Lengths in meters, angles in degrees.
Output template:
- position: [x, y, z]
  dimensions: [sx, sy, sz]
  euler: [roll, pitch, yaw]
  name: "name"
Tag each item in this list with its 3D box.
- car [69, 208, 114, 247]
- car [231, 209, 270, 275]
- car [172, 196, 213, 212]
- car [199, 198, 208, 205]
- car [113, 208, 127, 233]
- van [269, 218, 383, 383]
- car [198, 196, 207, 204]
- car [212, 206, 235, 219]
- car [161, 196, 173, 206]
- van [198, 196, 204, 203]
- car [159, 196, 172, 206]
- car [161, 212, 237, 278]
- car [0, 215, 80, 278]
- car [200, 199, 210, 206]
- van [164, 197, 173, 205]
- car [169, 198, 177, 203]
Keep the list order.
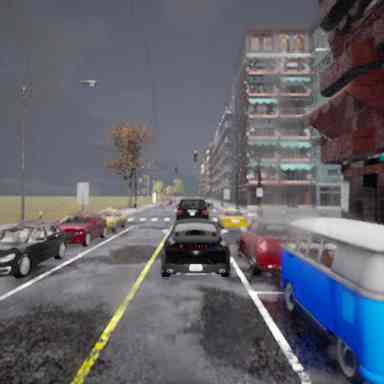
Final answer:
- position: [-5.309, 1.671, 15.847]
  dimensions: [1.887, 1.381, 4.507]
  euler: [1, 0, 0]
  name: "car"
- position: [2.573, 1.526, 10.723]
  dimensions: [1.967, 1.590, 4.097]
  euler: [1, 0, 0]
  name: "car"
- position: [0.077, 1.401, 22.539]
  dimensions: [2.150, 2.045, 5.566]
  euler: [0, 0, 1]
  name: "car"
- position: [2.561, 2.179, 76.967]
  dimensions: [1.947, 1.339, 4.313]
  euler: [1, 0, 0]
  name: "car"
- position: [-5.310, 1.694, 21.213]
  dimensions: [1.752, 1.417, 4.829]
  euler: [1, 0, 0]
  name: "car"
- position: [2.575, 1.383, 5.178]
  dimensions: [1.690, 1.788, 3.998]
  euler: [1, 0, 0]
  name: "van"
- position: [2.563, 1.974, 82.630]
  dimensions: [2.192, 1.841, 5.009]
  euler: [1, 0, 0]
  name: "car"
- position: [2.570, 1.700, 21.981]
  dimensions: [1.752, 1.417, 4.829]
  euler: [1, 0, 0]
  name: "car"
- position: [-5.315, 1.879, 70.824]
  dimensions: [2.192, 1.841, 5.009]
  euler: [1, 0, 0]
  name: "car"
- position: [2.561, 2.091, 93.952]
  dimensions: [1.690, 1.788, 3.998]
  euler: [1, 0, 0]
  name: "van"
- position: [-5.316, 1.959, 65.169]
  dimensions: [1.967, 1.590, 4.097]
  euler: [1, 0, 0]
  name: "car"
- position: [0.098, 1.587, 10.381]
  dimensions: [1.837, 1.490, 4.892]
  euler: [0, -1, 0]
  name: "car"
- position: [-5.308, 1.633, 10.310]
  dimensions: [2.008, 1.369, 4.403]
  euler: [1, 0, 0]
  name: "car"
- position: [2.563, 2.105, 65.645]
  dimensions: [1.802, 1.307, 4.206]
  euler: [1, 0, 0]
  name: "car"
- position: [-5.317, 1.951, 76.477]
  dimensions: [1.690, 1.788, 3.998]
  euler: [1, 0, 0]
  name: "van"
- position: [-5.322, 2.328, 93.437]
  dimensions: [1.802, 1.307, 4.206]
  euler: [1, 0, 0]
  name: "car"
